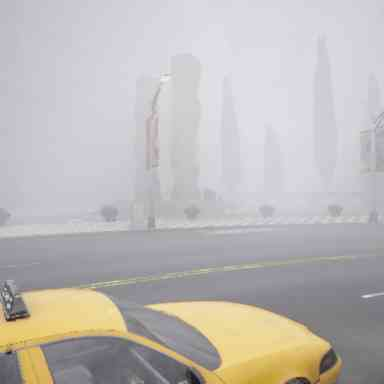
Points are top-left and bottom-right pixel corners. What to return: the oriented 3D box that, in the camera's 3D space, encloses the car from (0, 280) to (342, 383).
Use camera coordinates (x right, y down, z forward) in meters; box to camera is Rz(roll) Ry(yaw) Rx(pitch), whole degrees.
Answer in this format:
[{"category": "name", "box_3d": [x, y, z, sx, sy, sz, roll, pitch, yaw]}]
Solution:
[{"category": "car", "box_3d": [-1.013, 1.455, 2.511, 5.366, 1.575, 1.801, 0, 0, -34]}]
